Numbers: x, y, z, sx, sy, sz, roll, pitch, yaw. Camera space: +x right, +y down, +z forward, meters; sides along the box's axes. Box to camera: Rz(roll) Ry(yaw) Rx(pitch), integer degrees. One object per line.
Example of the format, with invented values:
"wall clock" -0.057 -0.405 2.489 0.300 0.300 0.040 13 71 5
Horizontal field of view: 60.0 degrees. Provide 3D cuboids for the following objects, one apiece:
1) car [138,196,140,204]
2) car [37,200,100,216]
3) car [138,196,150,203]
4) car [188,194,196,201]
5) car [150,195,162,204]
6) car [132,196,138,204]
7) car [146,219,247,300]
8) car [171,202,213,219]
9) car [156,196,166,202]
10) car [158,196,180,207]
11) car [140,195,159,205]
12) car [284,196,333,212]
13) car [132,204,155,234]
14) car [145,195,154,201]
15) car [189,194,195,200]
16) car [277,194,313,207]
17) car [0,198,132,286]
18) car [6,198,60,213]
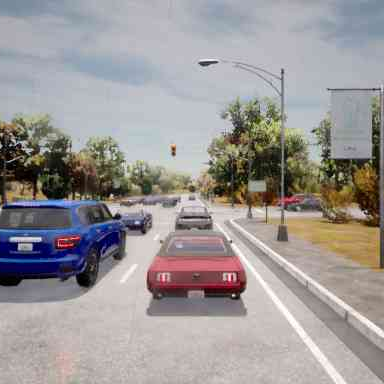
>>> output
"car" -10.538 1.525 63.806 1.812 1.442 4.674 0 0 1
"car" -11.818 1.547 32.093 5.357 1.411 2.033 0 0 3
"car" -10.490 1.552 72.530 1.994 1.385 4.181 0 0 0
"car" 0.011 1.533 85.090 2.033 1.411 5.357 0 0 0
"car" -7.023 1.477 65.467 1.882 1.535 5.008 0 0 1
"car" -10.580 1.601 54.771 1.895 1.301 4.718 0 0 0
"car" 0.104 1.601 8.353 1.895 1.301 4.718 0 0 0
"car" 0.103 1.491 17.623 2.128 1.511 4.902 0 0 0
"car" -6.990 1.595 75.772 1.895 1.301 4.718 0 0 0
"car" -3.435 1.491 51.557 2.128 1.511 4.902 0 0 2
"car" -7.074 1.526 56.137 1.812 1.442 4.674 0 0 0
"car" 13.401 1.505 37.865 4.892 1.490 1.837 0 0 3
"car" -3.398 1.601 19.261 1.895 1.301 4.718 0 0 0
"car" -10.489 1.523 82.558 1.812 1.442 4.674 0 0 0
"car" 0.013 1.360 95.509 1.882 1.535 5.008 0 0 0
"car" 13.448 1.221 41.382 5.566 2.045 2.150 0 0 4
"car" -3.403 1.221 9.507 2.150 2.045 5.566 0 0 0
"car" -17.081 1.477 35.896 5.008 1.535 1.882 0 0 3
